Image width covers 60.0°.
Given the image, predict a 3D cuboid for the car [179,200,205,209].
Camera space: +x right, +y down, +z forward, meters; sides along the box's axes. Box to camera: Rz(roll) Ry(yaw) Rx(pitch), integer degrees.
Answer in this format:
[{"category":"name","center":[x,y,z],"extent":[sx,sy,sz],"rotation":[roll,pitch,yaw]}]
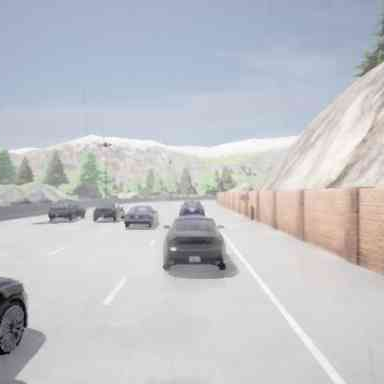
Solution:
[{"category":"car","center":[0.018,1.461,28.014],"extent":[2.097,1.767,4.553],"rotation":[0,0,0]}]

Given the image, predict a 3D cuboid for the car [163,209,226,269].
[{"category":"car","center":[0.069,1.549,11.256],"extent":[1.837,1.490,4.892],"rotation":[0,0,0]}]

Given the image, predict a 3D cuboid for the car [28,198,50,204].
[{"category":"car","center":[-28.147,1.844,62.549],"extent":[2.128,1.511,4.902],"rotation":[0,0,2]}]

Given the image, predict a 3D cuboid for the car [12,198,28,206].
[{"category":"car","center":[-31.647,1.851,62.079],"extent":[1.812,1.442,4.674],"rotation":[0,0,0]}]

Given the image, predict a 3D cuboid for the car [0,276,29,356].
[{"category":"car","center":[-3.423,1.514,3.198],"extent":[2.128,1.511,4.902],"rotation":[0,0,0]}]

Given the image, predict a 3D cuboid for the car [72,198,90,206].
[{"category":"car","center":[-21.085,1.894,63.332],"extent":[1.895,1.301,4.718],"rotation":[0,0,2]}]

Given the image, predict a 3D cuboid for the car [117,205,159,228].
[{"category":"car","center":[-3.468,1.648,23.324],"extent":[2.033,1.411,5.357],"rotation":[0,0,0]}]

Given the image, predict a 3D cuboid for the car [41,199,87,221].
[{"category":"car","center":[-10.482,1.631,28.255],"extent":[2.128,1.511,4.902],"rotation":[0,0,0]}]

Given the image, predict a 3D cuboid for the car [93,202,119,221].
[{"category":"car","center":[-6.982,1.634,28.312],"extent":[1.837,1.490,4.892],"rotation":[0,0,0]}]
